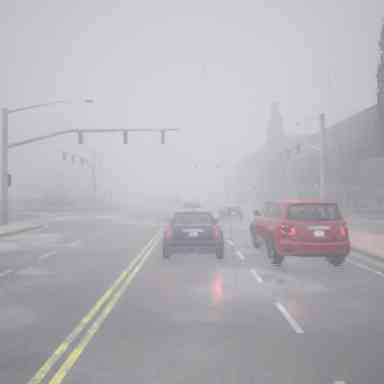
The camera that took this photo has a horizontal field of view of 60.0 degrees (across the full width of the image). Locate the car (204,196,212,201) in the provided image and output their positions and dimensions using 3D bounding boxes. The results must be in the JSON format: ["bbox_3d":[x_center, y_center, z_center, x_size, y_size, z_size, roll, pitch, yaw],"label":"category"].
[{"bbox_3d":[4.343,1.754,92.833,2.033,1.411,5.357,0,0,1],"label":"car"}]

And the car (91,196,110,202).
[{"bbox_3d":[-21.441,1.646,78.106,3.806,1.475,1.970,0,0,0],"label":"car"}]

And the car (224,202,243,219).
[{"bbox_3d":[3.461,1.623,30.332,1.812,1.442,4.674,0,0,0],"label":"car"}]

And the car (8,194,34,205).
[{"bbox_3d":[-38.974,1.394,75.198,4.605,1.855,1.932,0,0,0],"label":"car"}]

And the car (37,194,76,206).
[{"bbox_3d":[-21.480,1.322,52.694,4.605,1.855,1.932,0,0,0],"label":"car"}]

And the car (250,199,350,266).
[{"bbox_3d":[3.549,1.259,11.914,2.150,2.045,5.566,0,0,0],"label":"car"}]

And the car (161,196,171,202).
[{"bbox_3d":[-6.416,1.707,83.039,1.882,1.535,5.008,0,0,1],"label":"car"}]

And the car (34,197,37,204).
[{"bbox_3d":[-38.908,1.614,78.094,3.905,1.438,1.784,0,0,0],"label":"car"}]

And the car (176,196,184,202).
[{"bbox_3d":[-2.917,1.753,82.956,1.812,1.442,4.674,0,0,1],"label":"car"}]

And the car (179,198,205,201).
[{"bbox_3d":[-0.033,1.601,29.384,1.837,1.490,4.892,0,0,0],"label":"car"}]

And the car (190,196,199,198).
[{"bbox_3d":[0.575,1.736,82.597,1.882,1.535,5.008,0,0,1],"label":"car"}]

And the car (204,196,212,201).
[{"bbox_3d":[4.076,1.785,82.603,2.128,1.511,4.902,0,0,1],"label":"car"}]

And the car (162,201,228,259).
[{"bbox_3d":[0.054,1.397,12.965,2.097,1.767,4.553,0,0,0],"label":"car"}]

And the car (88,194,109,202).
[{"bbox_3d":[-21.454,1.397,75.212,3.866,1.878,1.905,0,0,0],"label":"car"}]

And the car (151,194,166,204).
[{"bbox_3d":[-6.824,1.437,67.466,2.150,2.045,5.566,0,0,2],"label":"car"}]

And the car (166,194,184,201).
[{"bbox_3d":[-3.325,1.437,67.393,2.150,2.045,5.566,0,0,2],"label":"car"}]

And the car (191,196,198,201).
[{"bbox_3d":[0.845,1.809,92.953,1.895,1.301,4.718,0,0,1],"label":"car"}]
